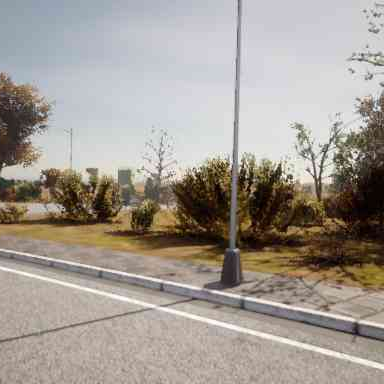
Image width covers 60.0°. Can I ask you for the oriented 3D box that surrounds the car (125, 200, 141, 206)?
[{"bbox_3d":[-10.916,2.138,62.686,2.033,1.411,5.357,2,-2,19],"label":"car"}]

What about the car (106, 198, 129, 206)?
[{"bbox_3d":[-14.225,1.933,63.812,1.882,1.535,5.008,2,-2,19],"label":"car"}]
